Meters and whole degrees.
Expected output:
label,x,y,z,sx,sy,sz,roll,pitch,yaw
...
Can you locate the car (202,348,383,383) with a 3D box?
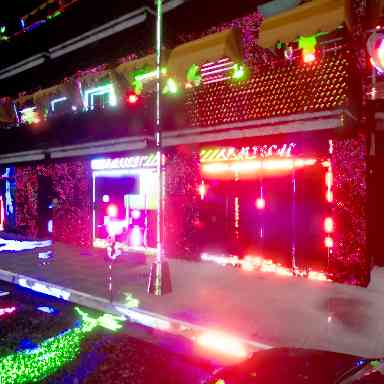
label,x,y,z,sx,sy,sz,roll,pitch,yaw
car,1.878,1.551,1.532,4.403,1.369,2.008,0,0,36
